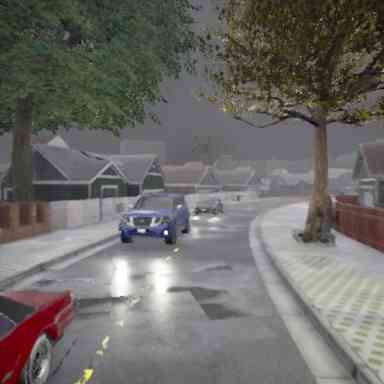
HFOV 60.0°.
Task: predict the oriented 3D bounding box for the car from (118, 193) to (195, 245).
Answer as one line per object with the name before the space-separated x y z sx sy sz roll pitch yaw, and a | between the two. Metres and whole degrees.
car | -1.473 1.092 15.246 2.150 2.045 5.566 0 0 9

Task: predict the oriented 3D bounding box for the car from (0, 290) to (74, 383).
car | -2.630 1.576 2.382 1.895 1.301 4.718 0 0 2

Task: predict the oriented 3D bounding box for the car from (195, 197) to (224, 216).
car | 1.603 1.254 29.454 1.837 1.490 4.892 0 0 16

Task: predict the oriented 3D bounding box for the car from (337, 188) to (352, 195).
car | 36.793 -0.024 79.141 5.566 2.045 2.150 -1 2 -39
